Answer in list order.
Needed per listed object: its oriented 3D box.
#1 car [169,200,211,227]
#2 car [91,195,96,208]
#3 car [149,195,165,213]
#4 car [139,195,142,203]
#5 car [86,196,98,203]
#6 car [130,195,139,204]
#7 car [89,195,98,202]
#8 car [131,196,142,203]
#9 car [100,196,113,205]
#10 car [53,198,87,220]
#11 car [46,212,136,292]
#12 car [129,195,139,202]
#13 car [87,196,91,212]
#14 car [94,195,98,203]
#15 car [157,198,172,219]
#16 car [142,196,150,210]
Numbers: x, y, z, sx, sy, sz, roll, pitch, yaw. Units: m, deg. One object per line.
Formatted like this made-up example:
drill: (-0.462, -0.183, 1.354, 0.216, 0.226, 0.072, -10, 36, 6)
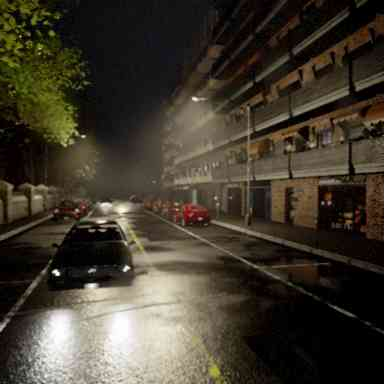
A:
car: (-0.043, 1.503, 22.519, 1.887, 1.381, 4.507, 0, 0, -14)
car: (-13.690, 1.448, 42.296, 2.008, 1.369, 4.403, 0, 0, -14)
car: (-2.804, 1.376, 33.434, 1.967, 1.590, 4.097, 0, 0, -14)
car: (-5.566, 1.355, 44.352, 1.967, 1.590, 4.097, 0, 0, -14)
car: (-19.212, 1.413, 64.130, 2.008, 1.369, 4.403, 0, 0, -14)
car: (-9.708, 1.327, 60.726, 1.967, 1.590, 4.097, 0, 0, -14)
car: (-20.552, 1.381, 69.424, 1.752, 1.417, 4.829, 0, 0, -14)
car: (-11.088, 1.445, 66.185, 1.947, 1.339, 4.313, 0, 0, -14)
car: (-14.808, 1.442, 57.690, 1.994, 1.385, 4.181, 0, 0, -14)
car: (-9.549, 1.370, 25.922, 1.967, 1.590, 4.097, 0, 0, -14)
car: (-2.677, 1.521, 9.332, 2.033, 1.411, 5.357, 0, 0, -14)
car: (-12.511, 1.398, 71.809, 1.752, 1.417, 4.829, 0, 0, -14)
car: (-10.929, 1.359, 31.378, 1.967, 1.590, 4.097, 0, 0, -14)
car: (-17.790, 1.395, 58.506, 1.752, 1.417, 4.829, 0, 0, -14)
car: (-1.424, 1.492, 27.977, 1.887, 1.381, 4.507, 0, 0, -14)
car: (-4.185, 1.240, 38.892, 2.192, 1.841, 5.009, 0, 0, -14)
